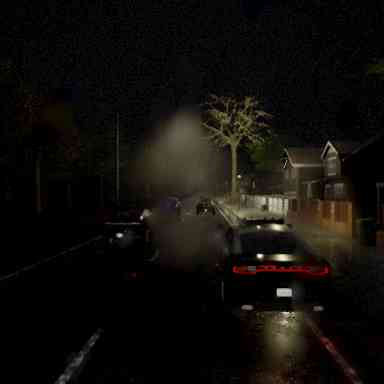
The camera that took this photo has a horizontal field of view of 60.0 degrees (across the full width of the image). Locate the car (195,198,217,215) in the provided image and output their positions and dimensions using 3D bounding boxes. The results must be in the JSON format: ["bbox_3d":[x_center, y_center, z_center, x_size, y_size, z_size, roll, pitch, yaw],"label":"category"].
[{"bbox_3d":[1.436,1.485,34.236,1.837,1.490,4.892,0,0,2],"label":"car"}]

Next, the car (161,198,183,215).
[{"bbox_3d":[-2.069,1.332,33.282,2.097,1.767,4.553,0,0,3],"label":"car"}]

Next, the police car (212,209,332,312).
[{"bbox_3d":[1.591,1.418,7.958,1.930,1.638,5.238,0,0,2],"label":"police car"}]

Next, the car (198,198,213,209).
[{"bbox_3d":[1.848,1.540,45.393,1.994,1.385,4.181,0,0,1],"label":"car"}]

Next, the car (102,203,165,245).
[{"bbox_3d":[-2.747,1.477,15.550,2.128,1.511,4.902,0,0,2],"label":"car"}]
